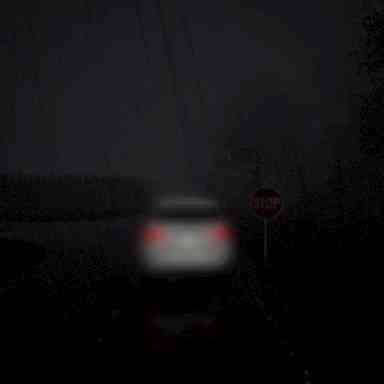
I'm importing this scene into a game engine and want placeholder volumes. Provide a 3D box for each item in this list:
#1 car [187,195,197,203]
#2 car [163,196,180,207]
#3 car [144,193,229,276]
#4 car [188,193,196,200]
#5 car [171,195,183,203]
[{"bbox_3d":[0.023,1.299,62.228,1.895,1.301,4.718,0,0,0],"label":"car"},{"bbox_3d":[-2.842,1.330,47.432,2.033,1.411,5.357,0,0,0],"label":"car"},{"bbox_3d":[-0.322,1.181,10.417,2.150,2.045,5.566,0,0,-5],"label":"car"},{"bbox_3d":[-0.001,1.010,74.877,1.882,1.535,5.008,0,0,0],"label":"car"},{"bbox_3d":[-2.793,1.259,62.622,1.994,1.385,4.181,0,0,1],"label":"car"}]
